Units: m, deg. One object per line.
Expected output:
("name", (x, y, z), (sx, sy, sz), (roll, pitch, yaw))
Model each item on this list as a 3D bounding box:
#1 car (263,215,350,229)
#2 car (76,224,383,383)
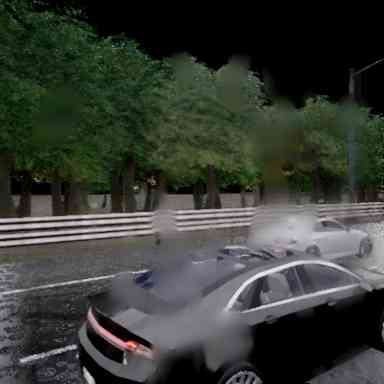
("car", (3.868, 1.477, 10.680), (4.674, 1.442, 1.812), (0, 0, -35))
("car", (1.038, 1.474, 4.444), (4.902, 1.511, 2.128), (0, 0, -35))
